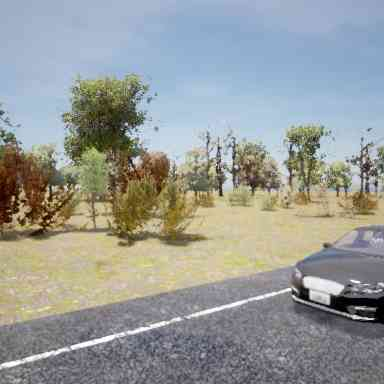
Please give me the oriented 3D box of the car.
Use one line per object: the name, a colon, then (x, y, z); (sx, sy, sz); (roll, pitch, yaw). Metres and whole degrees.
car: (4.109, 1.490, 6.986); (4.902, 1.511, 2.128); (0, 0, -36)
